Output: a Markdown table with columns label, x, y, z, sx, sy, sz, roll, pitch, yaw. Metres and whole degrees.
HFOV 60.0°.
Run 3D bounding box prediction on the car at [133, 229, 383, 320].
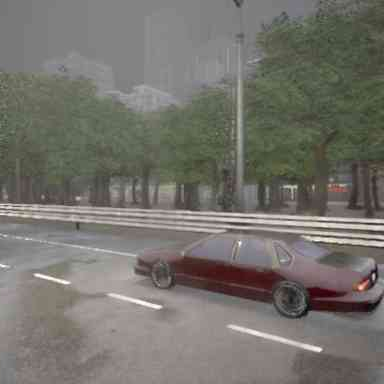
| label | x | y | z | sx | sy | sz | roll | pitch | yaw |
| --- | --- | --- | --- | --- | --- | --- | --- | --- | --- |
| car | 1.156 | 1.548 | 7.346 | 5.357 | 1.411 | 2.033 | 0 | 0 | 36 |
